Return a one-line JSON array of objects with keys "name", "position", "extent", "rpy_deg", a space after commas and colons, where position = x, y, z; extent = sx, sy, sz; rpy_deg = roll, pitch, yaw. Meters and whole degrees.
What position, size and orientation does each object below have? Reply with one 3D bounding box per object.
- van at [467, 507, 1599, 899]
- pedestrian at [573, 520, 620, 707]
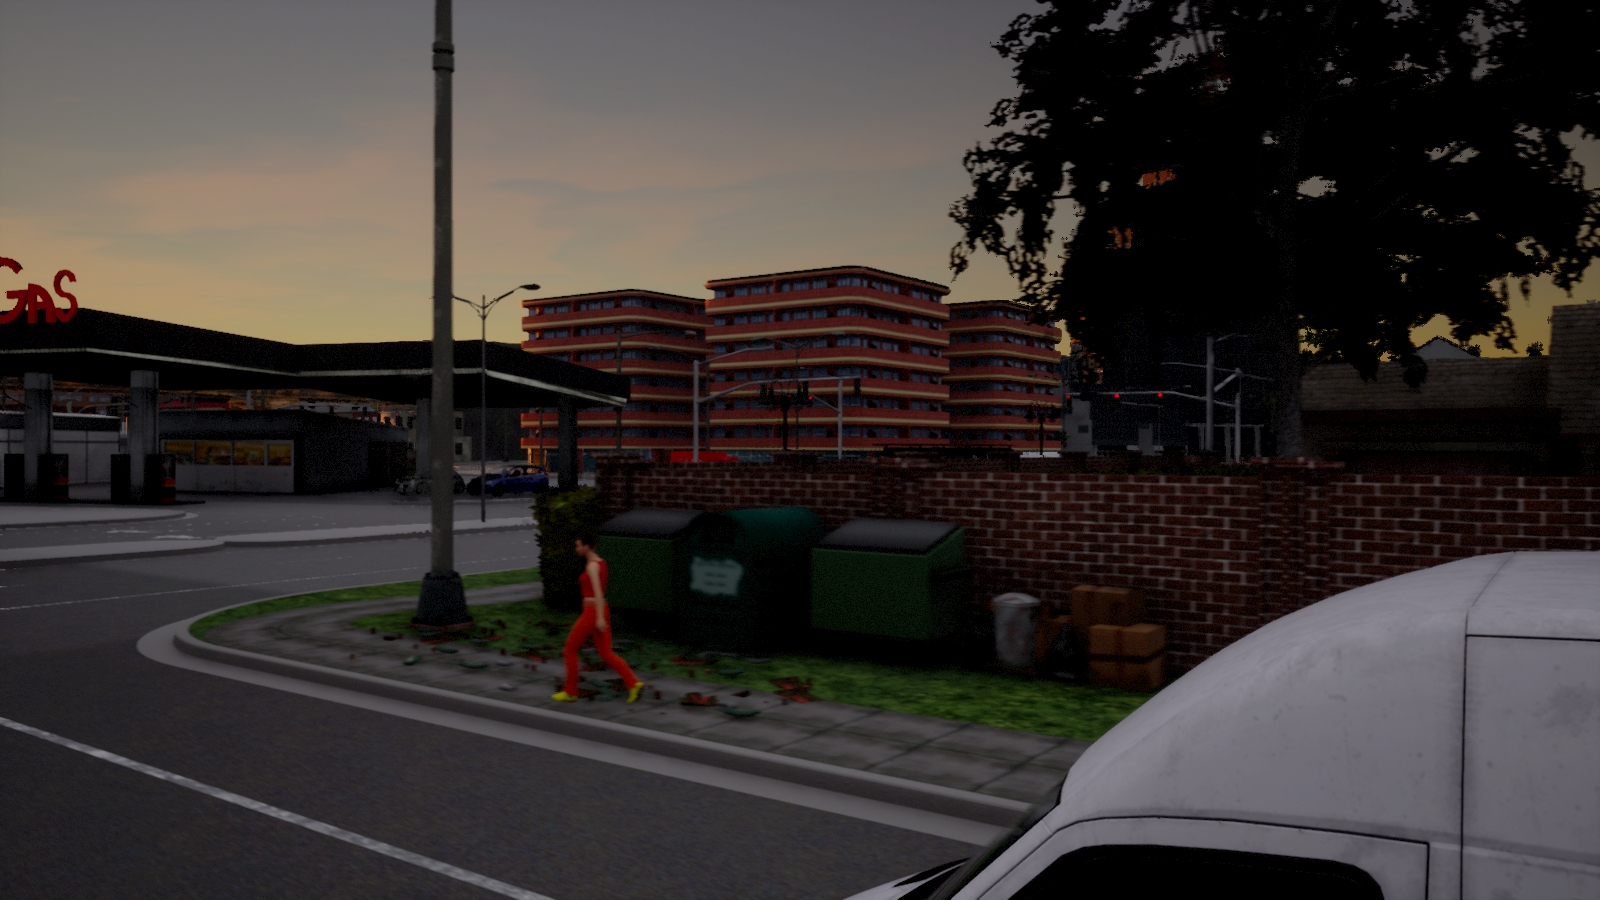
[{"name": "van", "position": [2.052, 1.524, 2.342], "extent": [5.915, 2.561, 1.988], "rpy_deg": [0, 0, 35]}, {"name": "pedestrian", "position": [-2.086, 1.660, 11.742], "extent": [0.375, 1.860, 0.375], "rpy_deg": [0, 0, 8]}]
